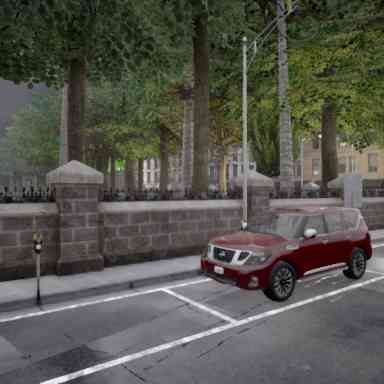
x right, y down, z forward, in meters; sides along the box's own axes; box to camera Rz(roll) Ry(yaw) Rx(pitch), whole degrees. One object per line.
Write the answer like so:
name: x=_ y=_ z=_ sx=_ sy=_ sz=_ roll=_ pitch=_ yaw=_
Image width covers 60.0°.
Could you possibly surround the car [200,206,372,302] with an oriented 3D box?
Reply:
car: x=2.599 y=1.313 z=8.442 sx=5.009 sy=1.841 sz=2.192 roll=0 pitch=0 yaw=-36
